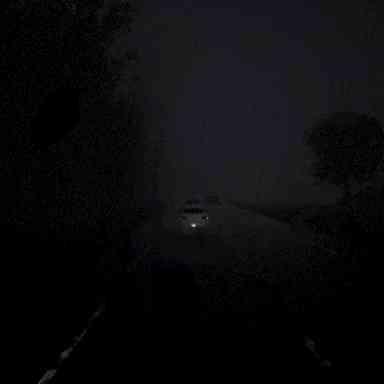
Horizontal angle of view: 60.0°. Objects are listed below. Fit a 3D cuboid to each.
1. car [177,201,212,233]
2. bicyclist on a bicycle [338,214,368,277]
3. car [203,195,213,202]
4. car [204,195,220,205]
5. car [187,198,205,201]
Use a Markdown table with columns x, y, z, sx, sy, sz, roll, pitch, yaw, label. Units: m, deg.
| x | y | z | sx | sy | sz | roll | pitch | yaw | label |
| --- | --- | --- | --- | --- | --- | --- | --- | --- | --- |
| 0.089 | 1.504 | 19.556 | 1.812 | 1.442 | 4.674 | 0 | 0 | 0 | car |
| 4.462 | 1.442 | 9.253 | 0.582 | 1.620 | 1.656 | 0 | 0 | 0 | bicyclist on a bicycle |
| 3.468 | 1.424 | 73.603 | 1.837 | 1.490 | 4.892 | 0 | 0 | 0 | car |
| 3.572 | 1.291 | 56.250 | 2.097 | 1.767 | 4.553 | 0 | 0 | 0 | car |
| 0.080 | 1.506 | 37.891 | 2.033 | 1.411 | 5.357 | 0 | 0 | 0 | car |
